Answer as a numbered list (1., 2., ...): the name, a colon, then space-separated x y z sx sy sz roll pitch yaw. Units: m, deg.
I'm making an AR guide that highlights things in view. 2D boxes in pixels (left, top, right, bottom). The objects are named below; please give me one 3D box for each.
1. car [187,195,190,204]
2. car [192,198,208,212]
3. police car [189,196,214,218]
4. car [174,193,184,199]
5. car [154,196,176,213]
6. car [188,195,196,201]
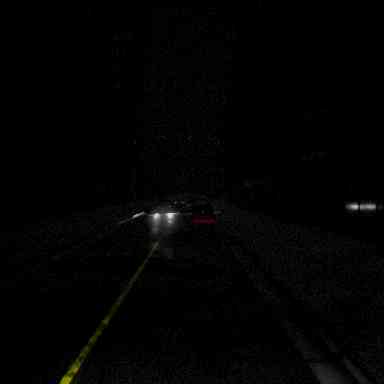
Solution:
1. car: 0.008 1.615 64.883 1.895 1.301 4.718 0 0 0
2. car: 0.906 1.523 39.718 1.812 1.442 4.674 0 0 0
3. police car: 0.904 1.419 29.828 1.930 1.638 5.238 0 0 0
4. car: -2.991 1.012 78.766 2.150 2.045 5.566 0 0 0
5. car: -3.088 1.501 37.404 1.837 1.490 4.892 0 0 0
6. car: 0.010 1.428 79.853 1.882 1.535 5.008 0 0 0
